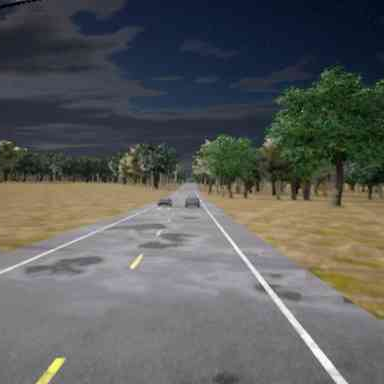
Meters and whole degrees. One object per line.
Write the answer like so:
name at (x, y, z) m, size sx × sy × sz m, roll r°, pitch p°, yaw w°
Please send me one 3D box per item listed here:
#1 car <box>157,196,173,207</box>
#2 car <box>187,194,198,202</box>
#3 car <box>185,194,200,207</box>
car at (-3.606, 1.290, 45.115) m, size 2.033 × 1.411 × 5.357 m, roll 0°, pitch 1°, yaw 0°
car at (0.070, 1.046, 63.718) m, size 2.033 × 1.411 × 5.357 m, roll 0°, pitch 1°, yaw 0°
car at (0.083, 1.239, 44.567) m, size 2.128 × 1.511 × 4.902 m, roll 0°, pitch 1°, yaw 0°
